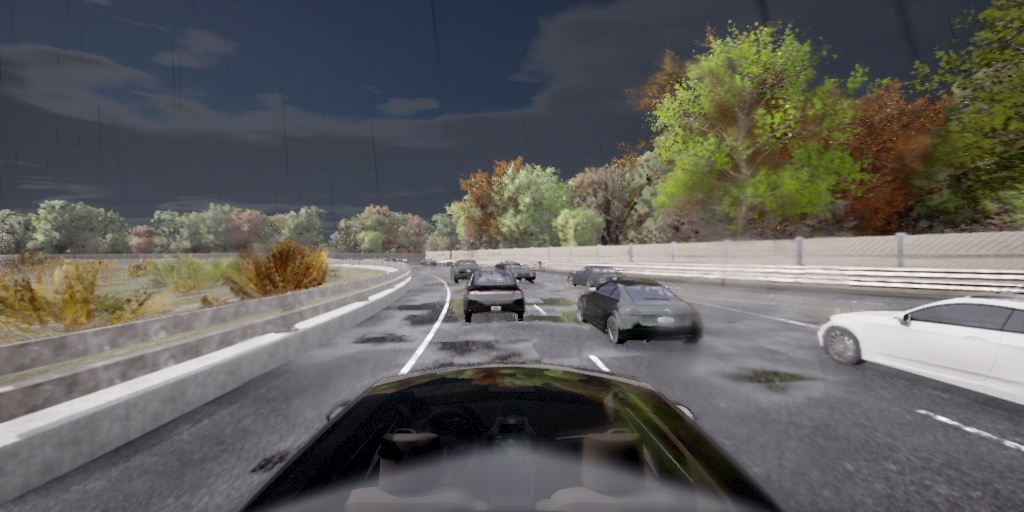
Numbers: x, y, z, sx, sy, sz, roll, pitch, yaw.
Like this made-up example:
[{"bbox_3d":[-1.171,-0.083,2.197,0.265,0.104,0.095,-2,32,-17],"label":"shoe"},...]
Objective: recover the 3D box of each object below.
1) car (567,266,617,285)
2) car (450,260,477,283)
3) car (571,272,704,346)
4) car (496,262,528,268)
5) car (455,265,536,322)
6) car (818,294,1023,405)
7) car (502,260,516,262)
[{"bbox_3d":[5.042,1.286,21.732,2.033,1.411,5.357,0,0,-11],"label":"car"},{"bbox_3d":[-3.759,1.125,28.647,2.097,1.767,4.553,0,0,-14],"label":"car"},{"bbox_3d":[3.094,1.306,9.494,1.994,1.385,4.181,0,0,-4],"label":"car"},{"bbox_3d":[0.257,1.359,27.158,1.895,1.301,4.718,0,0,-14],"label":"car"},{"bbox_3d":[-0.692,1.248,12.419,2.128,1.511,4.902,0,0,-6],"label":"car"},{"bbox_3d":[6.852,1.252,4.926,1.812,1.442,4.674,0,0,-2],"label":"car"},{"bbox_3d":[-0.559,1.257,41.535,2.128,1.511,4.902,0,0,-23],"label":"car"}]
